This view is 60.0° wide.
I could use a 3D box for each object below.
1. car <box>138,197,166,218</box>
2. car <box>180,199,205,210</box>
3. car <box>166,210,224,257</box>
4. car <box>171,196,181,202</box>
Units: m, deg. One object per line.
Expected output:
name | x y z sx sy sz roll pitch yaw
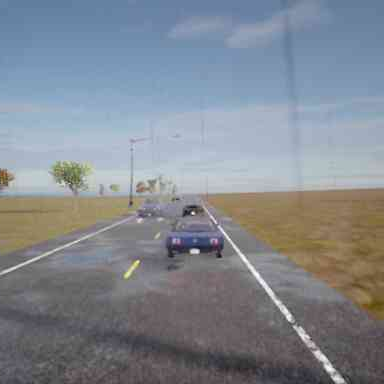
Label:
car | -3.588 1.345 30.386 2.097 1.767 4.553 0 0 0
car | 0.106 1.498 29.921 1.837 1.490 4.892 0 0 0
car | 0.101 1.599 12.832 1.895 1.301 4.718 0 0 0
car | -3.481 1.519 72.626 1.895 1.301 4.718 0 0 0
